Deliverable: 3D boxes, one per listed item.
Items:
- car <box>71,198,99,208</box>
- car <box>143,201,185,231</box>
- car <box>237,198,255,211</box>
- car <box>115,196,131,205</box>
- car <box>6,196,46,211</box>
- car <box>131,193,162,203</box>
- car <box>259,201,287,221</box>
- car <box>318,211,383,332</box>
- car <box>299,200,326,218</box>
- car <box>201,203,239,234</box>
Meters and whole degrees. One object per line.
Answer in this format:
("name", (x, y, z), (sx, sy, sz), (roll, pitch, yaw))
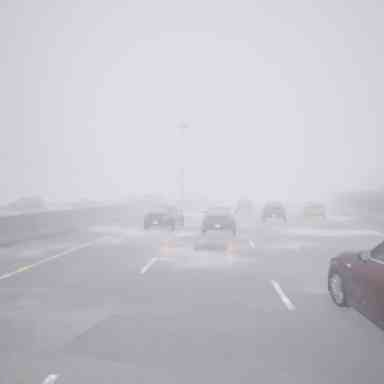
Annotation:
("car", (-14.319, 1.506, 44.747), (1.994, 1.385, 4.181), (0, 0, 17))
("car", (-1.673, 1.513, 20.616), (1.812, 1.442, 4.674), (0, 0, 8))
("car", (6.537, 1.507, 40.571), (1.837, 1.490, 4.892), (0, 0, 17))
("car", (-9.392, 1.306, 48.936), (2.097, 1.767, 4.553), (0, 0, 18))
("car", (-19.468, 1.280, 39.183), (2.097, 1.767, 4.553), (0, 0, 15))
("car", (-6.122, 1.189, 47.670), (2.150, 2.045, 5.566), (0, 0, 18))
("car", (6.610, 1.512, 27.049), (1.837, 1.490, 4.892), (0, 0, 12))
("car", (3.817, 1.361, 5.071), (2.097, 1.767, 4.553), (0, 0, 2))
("car", (10.979, 1.496, 30.479), (1.882, 1.535, 5.008), (0, 0, 13))
("car", (1.614, 1.523, 19.013), (1.812, 1.442, 4.674), (0, 0, 8))
